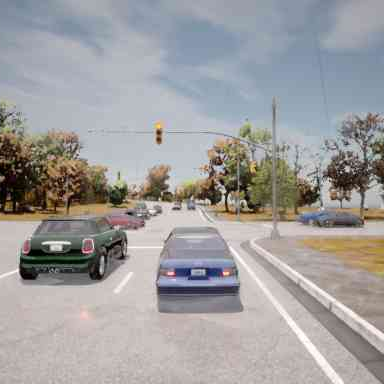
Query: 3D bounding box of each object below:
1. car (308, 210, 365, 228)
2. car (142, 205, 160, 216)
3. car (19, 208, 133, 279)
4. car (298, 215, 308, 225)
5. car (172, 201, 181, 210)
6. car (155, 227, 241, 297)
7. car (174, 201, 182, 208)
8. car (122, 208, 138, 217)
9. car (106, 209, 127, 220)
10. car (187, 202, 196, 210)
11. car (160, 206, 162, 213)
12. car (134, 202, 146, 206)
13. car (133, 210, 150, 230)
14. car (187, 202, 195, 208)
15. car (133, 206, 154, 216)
[{"bbox_3d":[13.023,2.453,29.657,4.181,1.385,1.994,0,-3,-2],"label":"car"},{"bbox_3d":[-7.180,3.438,57.720,1.812,1.442,4.674,0,-1,0],"label":"car"},{"bbox_3d":[-3.434,1.487,10.543,2.097,1.767,4.553,0,-1,0],"label":"car"},{"bbox_3d":[13.190,2.528,33.151,5.008,1.535,1.882,0,-3,-1],"label":"car"},{"bbox_3d":[-3.636,3.546,77.862,1.895,1.301,4.718,0,0,0],"label":"car"},{"bbox_3d":[0.077,1.647,8.925,2.033,1.411,5.357,0,-1,-1],"label":"car"},{"bbox_3d":[-3.747,3.257,87.894,1.837,1.490,4.892,0,0,-3],"label":"car"},{"bbox_3d":[-10.683,3.510,57.512,1.895,1.301,4.718,0,-1,0],"label":"car"},{"bbox_3d":[-10.715,3.213,47.636,2.033,1.411,5.357,0,-2,-3],"label":"car"},{"bbox_3d":[-0.135,3.474,77.803,1.812,1.442,4.674,0,0,0],"label":"car"},{"bbox_3d":[-7.131,3.495,68.010,1.837,1.490,4.892,0,0,0],"label":"car"},{"bbox_3d":[-10.620,3.211,68.270,2.150,2.045,5.566,0,0,0],"label":"car"},{"bbox_3d":[-5.789,2.293,26.152,4.181,1.385,1.994,0,-3,4],"label":"car"},{"bbox_3d":[-0.248,3.314,87.985,1.994,1.385,4.181,0,0,-3],"label":"car"},{"bbox_3d":[-7.173,3.163,47.829,2.128,1.511,4.902,0,-2,1],"label":"car"}]
